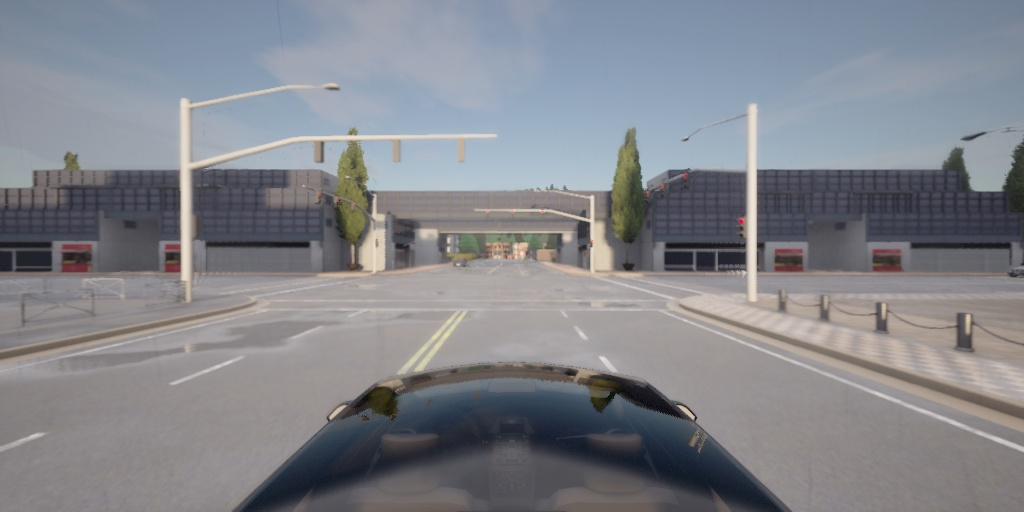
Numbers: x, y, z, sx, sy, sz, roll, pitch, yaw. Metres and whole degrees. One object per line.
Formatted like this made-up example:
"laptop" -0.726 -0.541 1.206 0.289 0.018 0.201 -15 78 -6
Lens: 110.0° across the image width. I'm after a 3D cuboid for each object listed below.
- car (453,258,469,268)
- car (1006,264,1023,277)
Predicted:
"car" -7.578 1.041 53.323 2.128 1.511 4.902 0 1 0
"car" 44.839 1.137 30.161 4.674 1.442 1.812 0 0 1
